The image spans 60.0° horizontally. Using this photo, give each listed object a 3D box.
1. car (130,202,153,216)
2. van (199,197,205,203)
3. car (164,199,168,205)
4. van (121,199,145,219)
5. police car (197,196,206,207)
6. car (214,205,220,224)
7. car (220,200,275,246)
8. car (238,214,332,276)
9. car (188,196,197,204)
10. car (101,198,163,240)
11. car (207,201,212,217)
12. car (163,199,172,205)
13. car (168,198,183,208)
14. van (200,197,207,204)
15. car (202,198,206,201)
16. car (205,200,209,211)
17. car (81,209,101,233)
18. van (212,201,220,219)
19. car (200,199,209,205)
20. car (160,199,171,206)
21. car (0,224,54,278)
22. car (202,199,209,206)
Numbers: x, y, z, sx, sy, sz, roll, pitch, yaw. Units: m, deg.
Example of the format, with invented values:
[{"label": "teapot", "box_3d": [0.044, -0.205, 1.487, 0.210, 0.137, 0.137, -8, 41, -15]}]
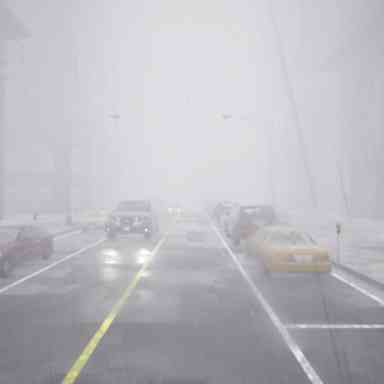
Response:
[{"label": "car", "box_3d": [-5.722, 1.924, 38.492, 2.008, 1.369, 4.403, 0, -1, 0]}, {"label": "van", "box_3d": [2.862, 2.290, 94.677, 1.690, 1.788, 3.998, 0, -1, 0]}, {"label": "car", "box_3d": [-5.704, 1.855, 55.349, 2.192, 1.841, 5.009, 0, -1, 0]}, {"label": "van", "box_3d": [-5.728, 1.659, 32.876, 1.690, 1.788, 3.998, 0, -1, 0]}, {"label": "police car", "box_3d": [2.435, 2.065, 65.131, 1.930, 1.638, 5.238, 0, -1, 0]}, {"label": "car", "box_3d": [2.785, 1.761, 21.640, 2.008, 1.369, 4.403, 0, -1, 0]}, {"label": "car", "box_3d": [2.779, 1.471, 16.024, 2.192, 1.841, 5.009, 0, -1, 0]}, {"label": "car", "box_3d": [2.774, 1.628, 10.573, 1.752, 1.417, 4.829, 0, -1, 0]}, {"label": "car", "box_3d": [0.088, 2.195, 82.509, 1.812, 1.442, 4.674, 0, -1, 0]}, {"label": "car", "box_3d": [-3.081, 1.401, 18.448, 2.150, 2.045, 5.566, 0, -1, 0]}, {"label": "car", "box_3d": [2.797, 1.864, 32.876, 1.887, 1.381, 4.507, 0, -1, 0]}, {"label": "car", "box_3d": [-5.681, 2.294, 77.651, 1.752, 1.417, 4.829, 0, -1, 0]}, {"label": "car", "box_3d": [-2.987, 2.177, 58.887, 1.895, 1.301, 4.718, 0, -1, 1]}, {"label": "van", "box_3d": [2.850, 2.171, 83.441, 1.690, 1.788, 3.998, 0, -1, 0]}, {"label": "car", "box_3d": [2.815, 2.012, 49.901, 1.752, 1.417, 4.829, 0, -1, 0]}, {"label": "car", "box_3d": [2.803, 1.919, 38.494, 1.887, 1.381, 4.507, 0, -1, 0]}, {"label": "car", "box_3d": [-5.740, 1.733, 21.467, 1.752, 1.417, 4.829, 0, -1, 0]}, {"label": "van", "box_3d": [2.791, 1.606, 27.260, 1.690, 1.788, 3.998, 0, -1, 0]}, {"label": "car", "box_3d": [2.844, 2.316, 77.821, 1.887, 1.381, 4.507, 0, -1, 0]}, {"label": "car", "box_3d": [-5.687, 2.278, 72.203, 1.947, 1.339, 4.313, 0, -1, 0]}, {"label": "car", "box_3d": [-5.752, 1.682, 10.399, 1.802, 1.307, 4.206, 0, -1, 0]}, {"label": "car", "box_3d": [2.809, 1.980, 44.106, 2.008, 1.369, 4.403, 0, -1, 0]}]
